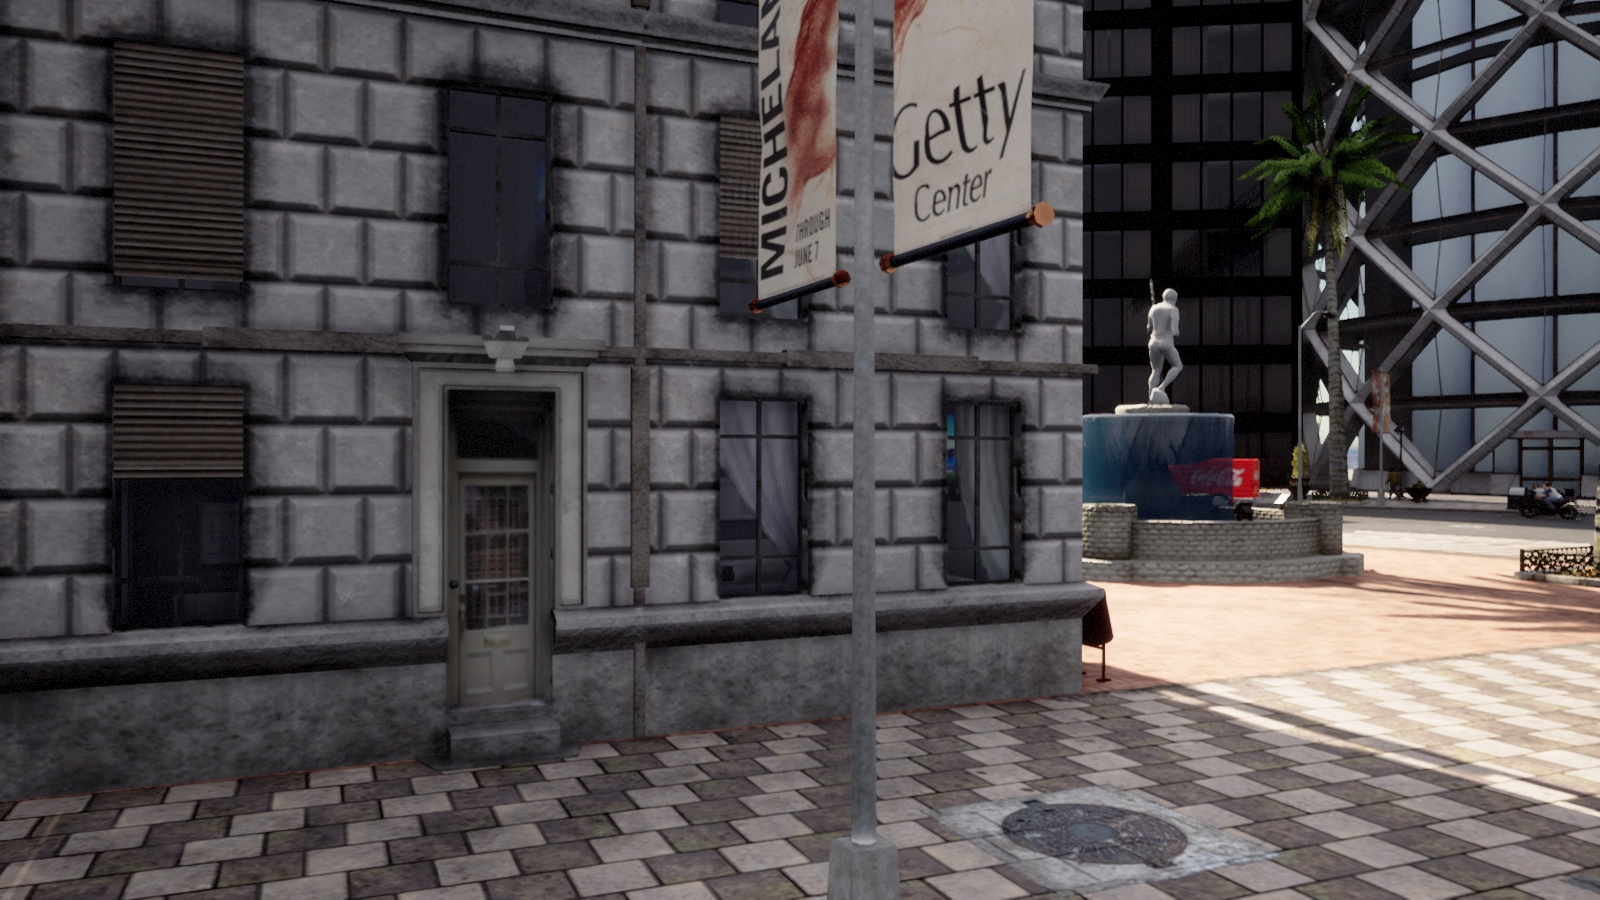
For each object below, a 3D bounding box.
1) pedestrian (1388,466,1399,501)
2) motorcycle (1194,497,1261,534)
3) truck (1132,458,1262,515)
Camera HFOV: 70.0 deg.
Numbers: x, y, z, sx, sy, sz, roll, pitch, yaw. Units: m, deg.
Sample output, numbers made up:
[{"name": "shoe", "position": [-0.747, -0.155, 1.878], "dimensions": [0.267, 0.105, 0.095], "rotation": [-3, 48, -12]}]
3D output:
[{"name": "pedestrian", "position": [31.422, 1.757, 60.463], "dimensions": [0.375, 1.860, 0.375], "rotation": [0, 0, -19]}, {"name": "motorcycle", "position": [14.817, 2.247, 39.605], "dimensions": [0.803, 1.145, 2.033], "rotation": [0, 0, -40]}, {"name": "truck", "position": [18.025, 1.611, 51.945], "dimensions": [5.204, 2.467, 2.627], "rotation": [0, -1, 29]}]
